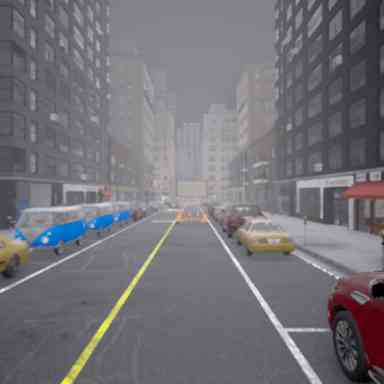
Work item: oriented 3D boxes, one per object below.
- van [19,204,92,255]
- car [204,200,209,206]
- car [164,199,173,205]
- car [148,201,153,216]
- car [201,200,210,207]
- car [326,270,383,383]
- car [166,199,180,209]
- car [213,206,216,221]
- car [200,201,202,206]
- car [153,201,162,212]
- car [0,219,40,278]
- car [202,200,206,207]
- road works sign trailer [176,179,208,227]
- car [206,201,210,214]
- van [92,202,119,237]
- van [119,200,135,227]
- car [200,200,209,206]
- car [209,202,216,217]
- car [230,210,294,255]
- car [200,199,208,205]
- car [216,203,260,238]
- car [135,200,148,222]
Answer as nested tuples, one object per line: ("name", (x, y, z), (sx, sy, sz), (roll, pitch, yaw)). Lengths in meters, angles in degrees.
("van", (-5.684, 1.505, 13.707), (1.690, 1.788, 3.998), (-1, -1, 0))
("car", (2.846, 2.053, 41.635), (1.947, 1.339, 4.313), (-1, -1, 0))
("car", (-5.704, 2.462, 80.730), (1.887, 1.381, 4.507), (-1, -1, 0))
("car", (-5.690, 1.863, 36.048), (1.967, 1.590, 4.097), (-1, -1, 0))
("car", (2.843, 2.324, 69.733), (1.752, 1.417, 4.829), (-1, -1, 0))
("car", (2.847, 1.347, 2.540), (2.192, 1.841, 5.009), (-1, -1, 0))
("car", (-3.076, 2.156, 57.425), (2.128, 1.511, 4.902), (0, -1, 0))
("car", (2.848, 1.877, 24.878), (1.802, 1.307, 4.206), (-1, -1, 0))
("car", (2.843, 2.287, 63.977), (2.008, 1.369, 4.403), (-1, -1, 0))
("car", (-5.694, 1.990, 47.219), (1.967, 1.590, 4.097), (-1, -1, 0))
("car", (-5.680, 1.621, 7.950), (1.752, 1.417, 4.829), (-1, -1, 0))
("car", (2.845, 2.101, 47.221), (2.008, 1.369, 4.403), (-1, -1, 0))
("road works sign trailer", (-0.003, 0.769, 25.723), (2.380, 3.560, 2.880), (0, -1, 0))
("car", (2.846, 1.989, 36.049), (1.947, 1.339, 4.313), (-1, -1, 0))
("van", (-5.686, 1.571, 19.293), (1.690, 1.788, 3.998), (-1, -1, 0))
("van", (-5.687, 1.635, 24.878), (1.690, 1.788, 3.998), (-1, -1, 0))
("car", (2.842, 2.423, 75.148), (1.947, 1.339, 4.313), (-1, -1, 0))
("car", (2.846, 1.886, 30.634), (1.752, 1.417, 4.829), (-1, -1, 0))
("car", (2.848, 1.692, 13.878), (1.752, 1.417, 4.829), (-1, -1, 0))
("car", (2.842, 2.499, 80.733), (1.802, 1.307, 4.206), (-1, -1, 0))
("car", (2.845, 1.545, 19.296), (2.192, 1.841, 5.009), (-1, -1, 0))
("car", (-5.690, 1.674, 30.464), (2.192, 1.841, 5.009), (-1, -1, 0))
